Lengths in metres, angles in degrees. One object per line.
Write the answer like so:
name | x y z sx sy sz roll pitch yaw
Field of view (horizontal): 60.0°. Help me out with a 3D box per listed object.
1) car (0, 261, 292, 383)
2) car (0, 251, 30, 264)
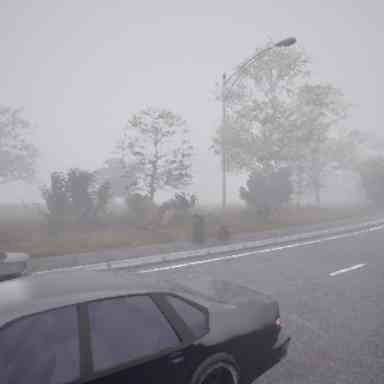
car | -1.362 1.556 3.096 5.357 1.411 2.033 0 0 -36
car | -4.992 1.525 4.843 4.892 1.490 1.837 0 0 -36
